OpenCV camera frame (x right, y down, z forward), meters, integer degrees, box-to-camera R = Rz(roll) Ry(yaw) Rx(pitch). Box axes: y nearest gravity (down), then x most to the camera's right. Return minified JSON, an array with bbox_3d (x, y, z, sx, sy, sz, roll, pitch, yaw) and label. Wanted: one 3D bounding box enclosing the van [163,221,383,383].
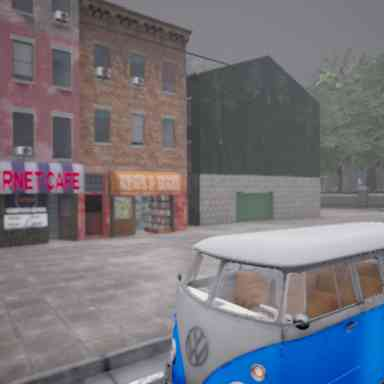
[{"bbox_3d":[1.630,1.320,3.980,3.998,1.788,1.690,0,0,-36],"label":"van"}]
